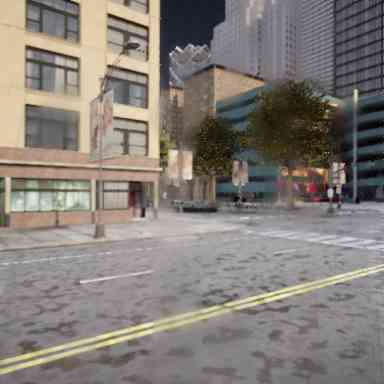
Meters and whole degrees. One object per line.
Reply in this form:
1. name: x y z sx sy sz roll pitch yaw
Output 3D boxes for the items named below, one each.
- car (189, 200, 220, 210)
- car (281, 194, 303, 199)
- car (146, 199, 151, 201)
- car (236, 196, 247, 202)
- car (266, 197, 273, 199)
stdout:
1. car: 1.641 1.765 44.891 1.895 1.301 4.718 0 0 -36
2. car: 22.193 1.693 76.313 2.002 1.452 4.674 0 0 -36
3. car: -7.599 1.435 57.873 1.994 1.385 4.181 0 0 -36
4. car: 11.709 1.762 83.787 2.161 1.482 4.786 0 0 -36
5. car: 21.354 1.880 90.244 1.895 1.301 4.718 0 0 -36
